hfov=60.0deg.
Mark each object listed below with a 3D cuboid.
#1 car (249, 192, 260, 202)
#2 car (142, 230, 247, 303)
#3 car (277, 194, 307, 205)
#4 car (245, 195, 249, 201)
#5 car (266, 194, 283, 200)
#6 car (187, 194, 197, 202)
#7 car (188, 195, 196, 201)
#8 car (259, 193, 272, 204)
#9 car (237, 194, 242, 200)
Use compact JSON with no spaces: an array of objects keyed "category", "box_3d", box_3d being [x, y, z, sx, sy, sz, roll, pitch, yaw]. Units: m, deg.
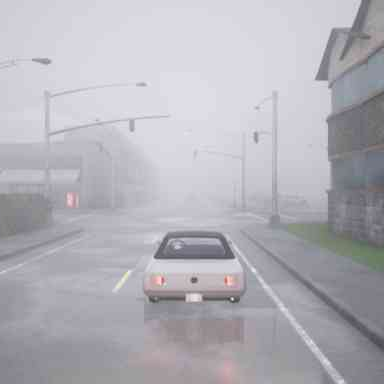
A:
[{"category":"car","box_3d":[14.189,1.021,67.313,3.866,1.878,1.905,0,0,0]},{"category":"car","box_3d":[0.061,1.592,8.134,1.895,1.301,4.718,0,0,1]},{"category":"car","box_3d":[14.507,1.197,48.101,3.806,1.475,1.970,0,0,0]},{"category":"car","box_3d":[13.777,1.039,70.219,4.605,1.855,1.932,0,0,0]},{"category":"car","box_3d":[21.339,1.309,85.820,3.806,1.475,1.970,0,0,0]},{"category":"car","box_3d":[0.027,1.274,71.954,2.097,1.767,4.553,0,0,0]},{"category":"car","box_3d":[0.031,1.443,82.047,1.994,1.385,4.181,0,0,0]},{"category":"car","box_3d":[14.186,1.111,54.519,5.027,1.636,2.152,0,0,0]},{"category":"car","box_3d":[13.920,1.296,88.803,3.633,1.501,1.845,0,0,0]}]
